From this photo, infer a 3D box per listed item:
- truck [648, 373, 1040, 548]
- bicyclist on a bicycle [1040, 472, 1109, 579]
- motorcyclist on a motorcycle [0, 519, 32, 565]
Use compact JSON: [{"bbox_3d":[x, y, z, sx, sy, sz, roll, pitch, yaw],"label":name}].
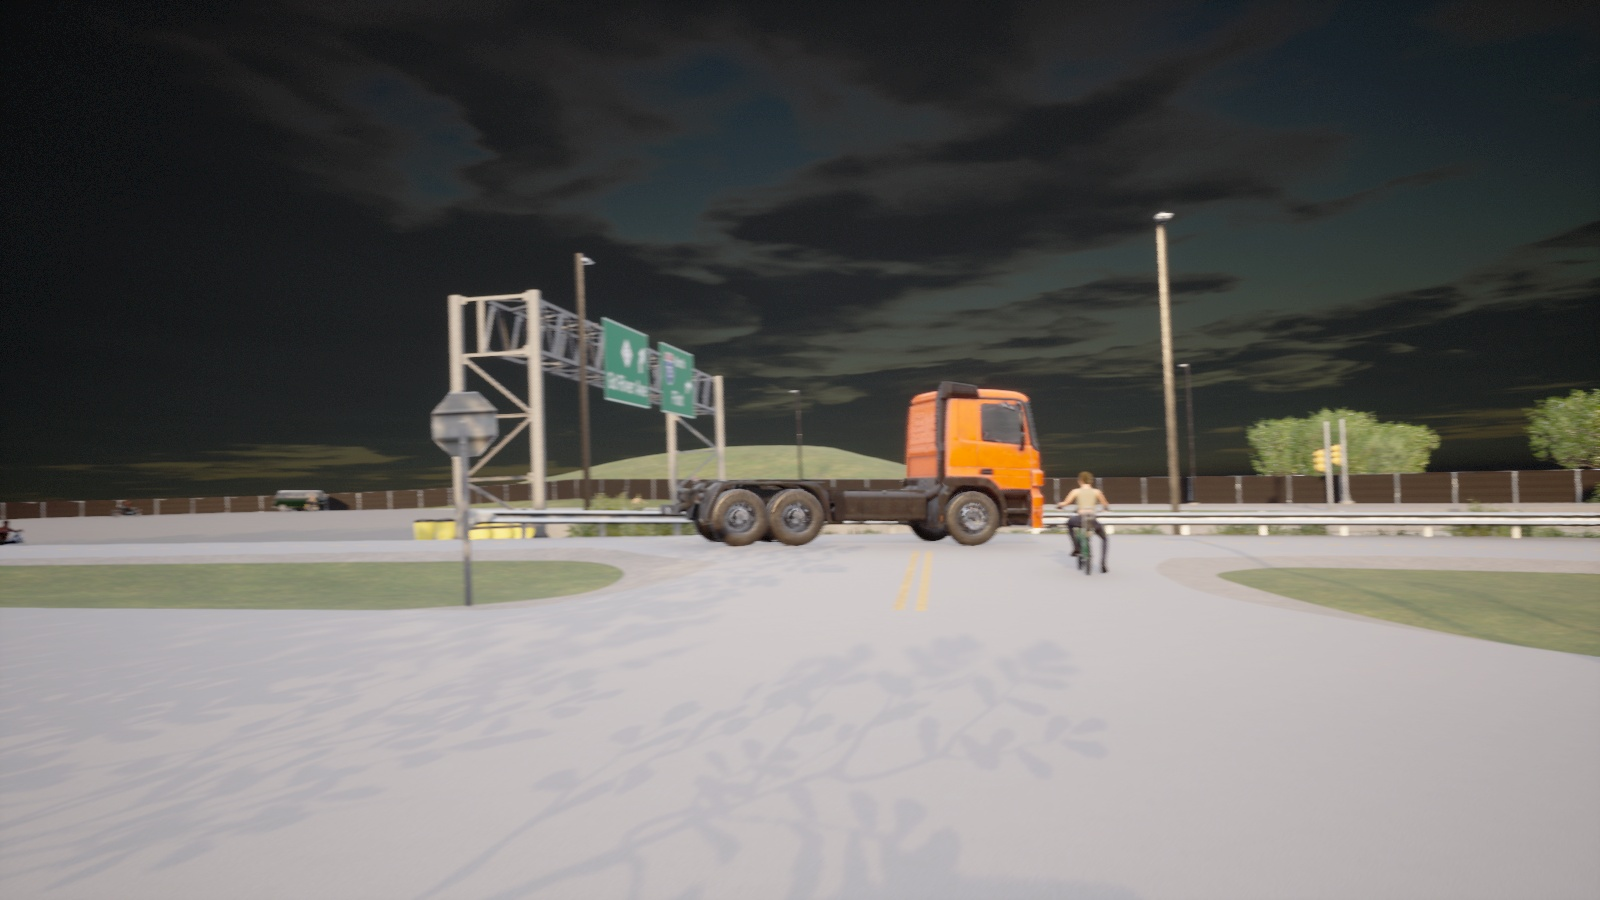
[{"bbox_3d":[0.892,0.312,27.128,7.936,3.462,2.891,1,-2,-14],"label":"truck"},{"bbox_3d":[4.330,1.162,19.917,0.866,1.612,1.509,0,-1,5],"label":"bicyclist on a bicycle"},{"bbox_3d":[-29.246,3.350,45.819,2.350,1.649,0.766,-1,-1,19],"label":"motorcyclist on a motorcycle"}]
